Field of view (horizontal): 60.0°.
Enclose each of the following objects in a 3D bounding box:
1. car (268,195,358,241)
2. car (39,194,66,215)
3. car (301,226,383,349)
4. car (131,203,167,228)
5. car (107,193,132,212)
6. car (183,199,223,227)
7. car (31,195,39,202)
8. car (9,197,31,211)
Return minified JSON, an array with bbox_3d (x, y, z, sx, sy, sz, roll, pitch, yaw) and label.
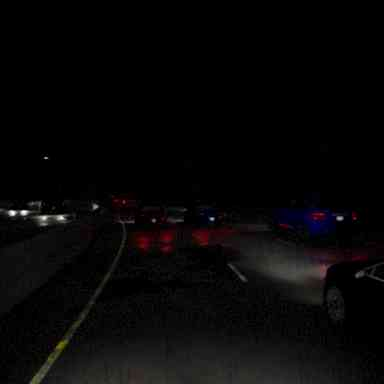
[{"bbox_3d":[5.573,1.157,16.097,2.150,2.045,5.566,0,0,-9],"label":"car"},{"bbox_3d":[-14.530,1.221,34.816,2.150,2.045,5.566,0,0,-23],"label":"car"},{"bbox_3d":[3.316,1.471,4.015,2.128,1.511,4.902,0,0,-2],"label":"car"},{"bbox_3d":[-2.753,1.484,21.752,1.812,1.442,4.674,0,0,-13],"label":"car"},{"bbox_3d":[-8.557,1.167,39.059,2.150,2.045,5.566,0,0,-23],"label":"car"},{"bbox_3d":[0.690,1.464,22.468,1.812,1.442,4.674,0,0,-13],"label":"car"},{"bbox_3d":[-33.479,1.408,71.211,1.837,1.490,4.892,-1,0,-28],"label":"car"},{"bbox_3d":[-21.537,1.598,41.448,1.994,1.385,4.181,-1,0,-27],"label":"car"}]
